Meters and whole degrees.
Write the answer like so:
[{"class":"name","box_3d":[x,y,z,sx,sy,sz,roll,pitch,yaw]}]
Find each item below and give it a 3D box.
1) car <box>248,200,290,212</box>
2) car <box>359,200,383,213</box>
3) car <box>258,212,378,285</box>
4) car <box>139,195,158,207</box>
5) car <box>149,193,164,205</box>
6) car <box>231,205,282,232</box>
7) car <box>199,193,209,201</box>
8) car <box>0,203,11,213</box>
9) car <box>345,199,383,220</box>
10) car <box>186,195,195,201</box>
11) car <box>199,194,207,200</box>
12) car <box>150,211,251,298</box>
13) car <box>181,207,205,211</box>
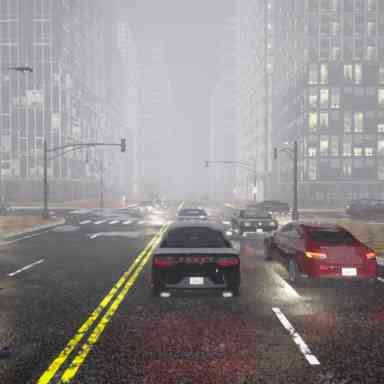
[{"class":"car","box_3d":[8.130,1.553,35.871,4.674,1.442,1.812,1,1,16]},{"class":"car","box_3d":[21.690,1.643,37.497,4.829,1.417,1.752,1,0,1]},{"class":"car","box_3d":[3.321,1.521,9.332,1.812,1.442,4.674,0,0,0]},{"class":"car","box_3d":[-6.753,1.528,50.662,1.994,1.385,4.181,0,0,0]},{"class":"car","box_3d":[-6.767,1.175,59.694,2.150,2.045,5.566,0,0,0]},{"class":"car","box_3d":[3.291,1.591,18.451,1.895,1.301,4.718,0,0,0]},{"class":"car","box_3d":[2.995,1.143,79.970,2.150,2.045,5.566,0,0,0]},{"class":"car","box_3d":[-20.084,1.364,32.263,4.674,1.442,1.812,1,1,1]},{"class":"car","box_3d":[16.108,1.519,29.193,5.009,1.841,2.192,1,0,1]},{"class":"car","box_3d":[-0.260,1.425,80.972,1.837,1.490,4.892,0,0,0]},{"class":"car","box_3d":[2.961,1.267,90.358,2.128,1.511,4.902,0,0,0]},{"class":"car","box_3d":[0.068,1.474,8.567,1.882,1.535,5.008,0,0,0]},{"class":"car","box_3d":[0.039,1.538,18.388,2.033,1.411,5.357,0,0,0]}]
